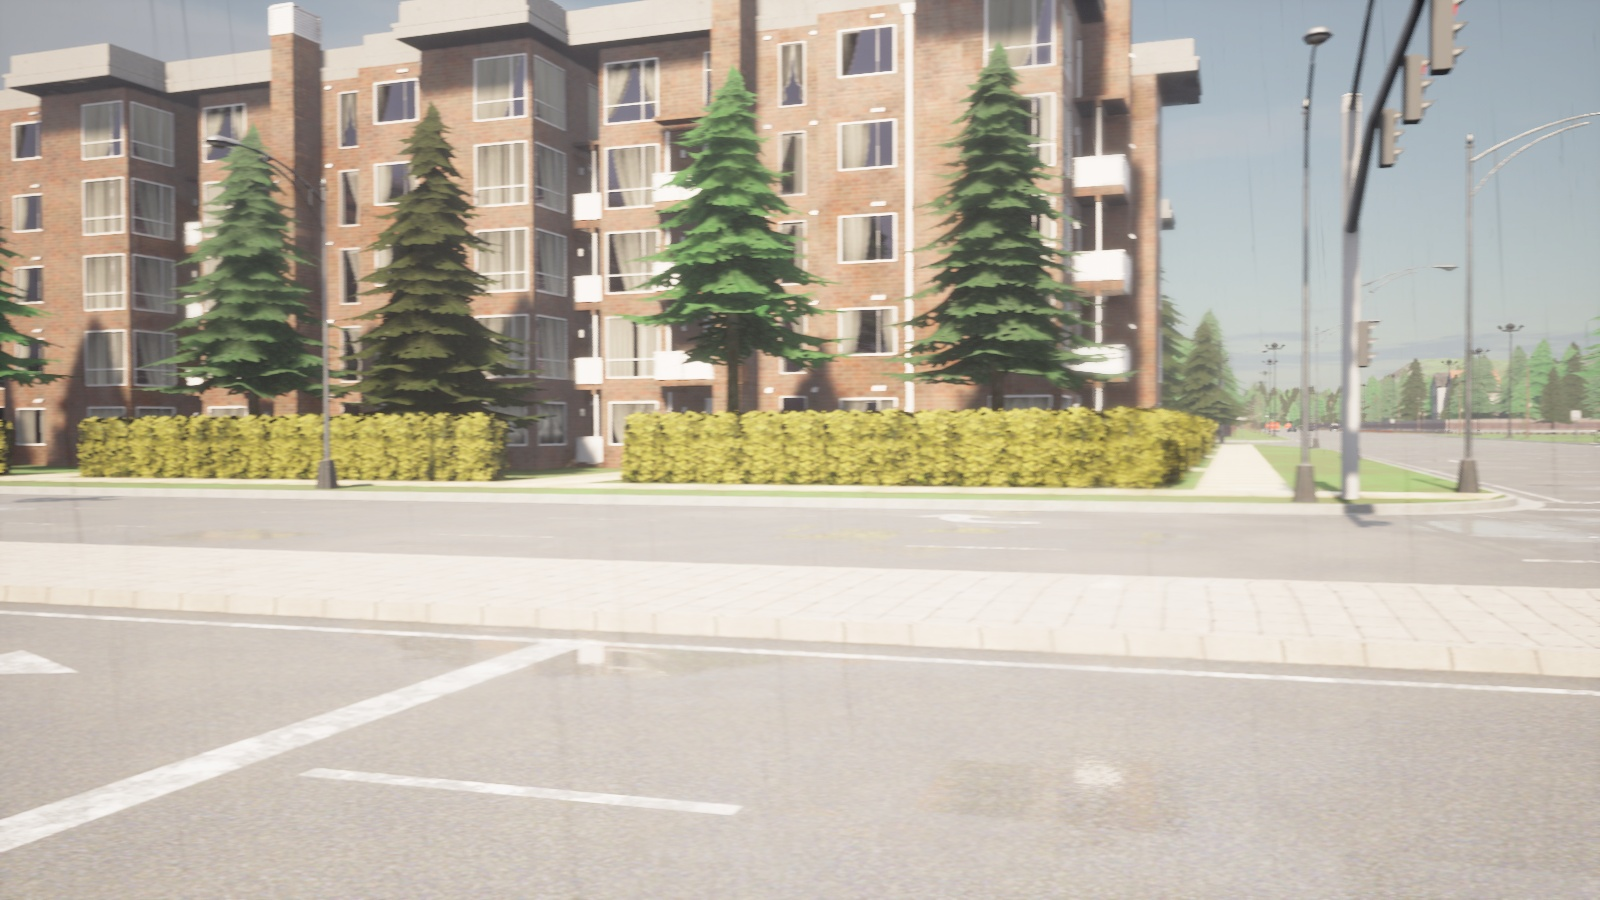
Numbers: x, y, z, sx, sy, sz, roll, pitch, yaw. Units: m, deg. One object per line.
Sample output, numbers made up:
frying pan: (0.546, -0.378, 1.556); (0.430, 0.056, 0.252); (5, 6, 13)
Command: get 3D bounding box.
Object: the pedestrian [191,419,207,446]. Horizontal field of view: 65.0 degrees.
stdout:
pedestrian: (-41.924, -1.243, 87.613); (0.563, 1.883, 0.849); (1, 1, 20)
